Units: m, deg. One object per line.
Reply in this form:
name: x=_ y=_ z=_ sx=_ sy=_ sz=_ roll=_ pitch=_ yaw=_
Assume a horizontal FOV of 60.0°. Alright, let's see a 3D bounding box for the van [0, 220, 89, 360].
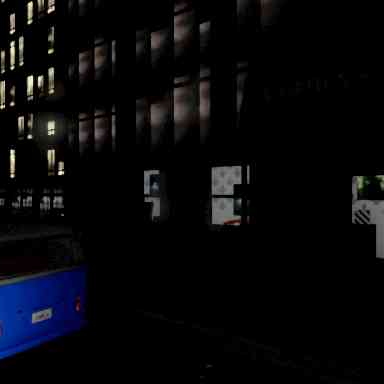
van: x=-3.420 y=1.341 z=5.321 sx=3.998 sy=1.788 sz=1.690 roll=0 pitch=0 yaw=36
